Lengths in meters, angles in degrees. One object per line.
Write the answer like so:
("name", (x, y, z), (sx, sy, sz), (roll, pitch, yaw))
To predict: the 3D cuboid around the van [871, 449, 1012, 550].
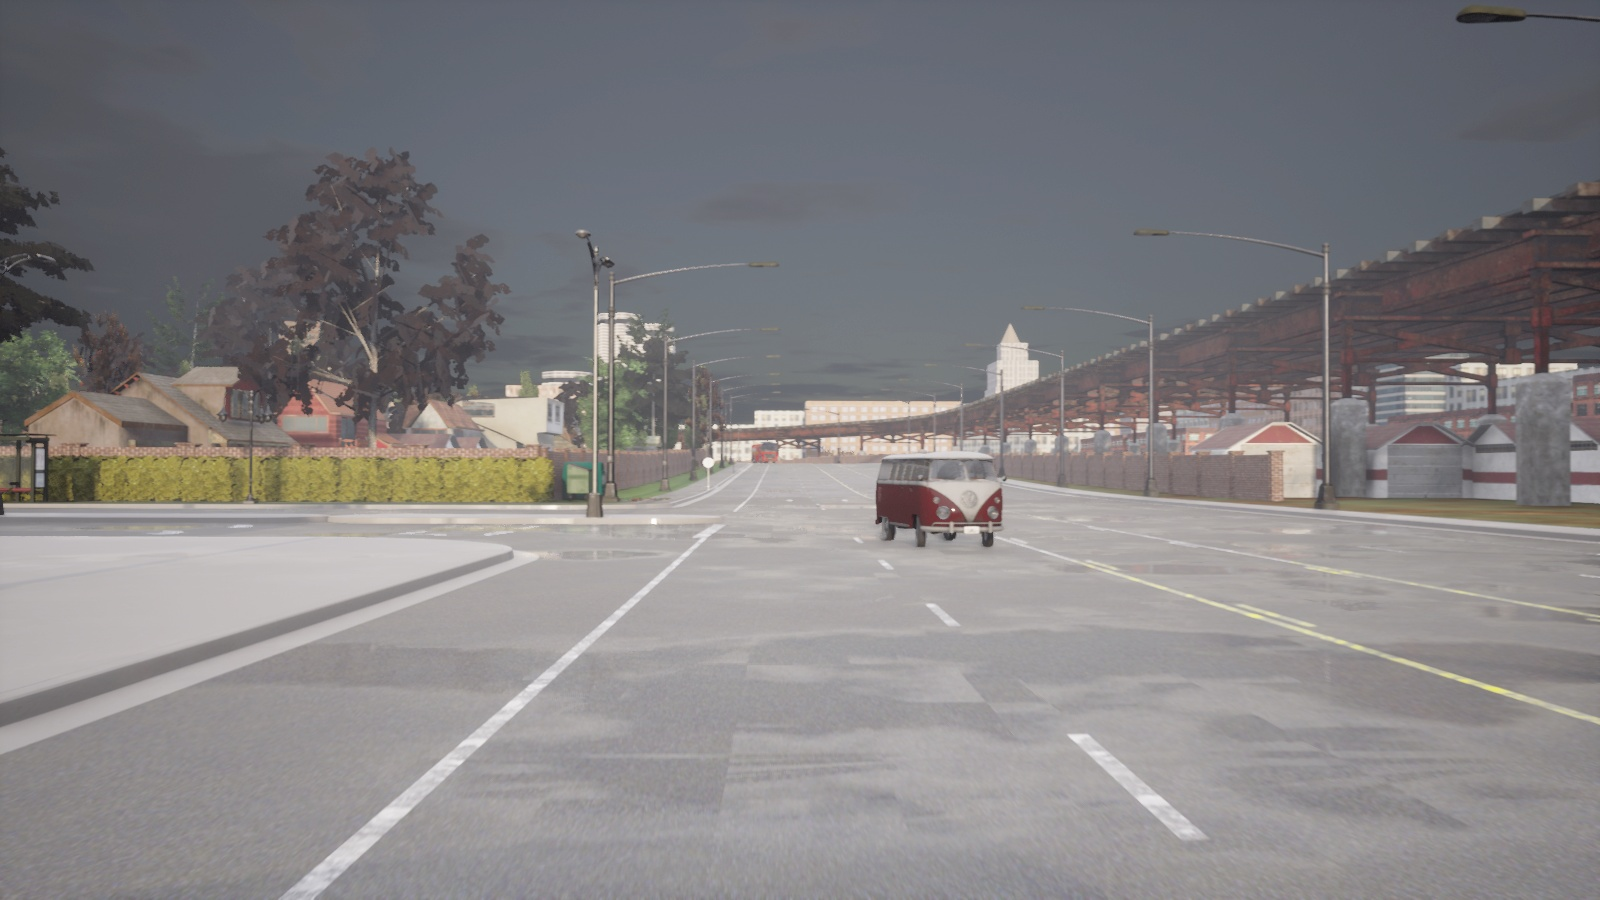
("van", (2.938, 1.006, 27.042), (1.775, 1.987, 4.442), (0, -1, -11))
